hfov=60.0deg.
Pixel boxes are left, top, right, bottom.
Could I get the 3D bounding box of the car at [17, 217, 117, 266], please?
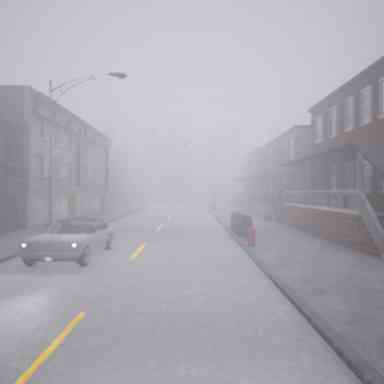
[{"bbox_3d":[-4.076,1.603,11.646,1.895,1.301,4.718,0,0,0],"label":"car"}]
